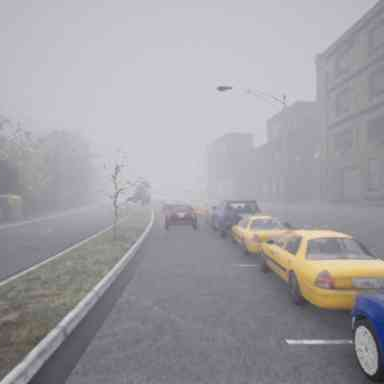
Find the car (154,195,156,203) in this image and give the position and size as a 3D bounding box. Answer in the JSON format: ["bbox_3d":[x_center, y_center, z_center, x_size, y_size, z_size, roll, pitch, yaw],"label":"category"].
[{"bbox_3d":[-7.272,2.018,79.418,2.002,1.452,4.674,0,0,-13],"label":"car"}]

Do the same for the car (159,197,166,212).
[{"bbox_3d":[-2.797,1.799,41.407,1.882,1.535,5.008,0,0,-8],"label":"car"}]

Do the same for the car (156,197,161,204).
[{"bbox_3d":[-6.056,1.964,74.002,2.231,1.521,4.892,0,0,-13],"label":"car"}]

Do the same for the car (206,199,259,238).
[{"bbox_3d":[2.483,1.416,19.216,2.435,2.045,5.566,0,0,-3],"label":"car"}]

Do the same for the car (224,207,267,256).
[{"bbox_3d":[2.774,1.618,13.811,1.946,1.575,5.366,0,-1,-2],"label":"car"}]

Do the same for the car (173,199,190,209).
[{"bbox_3d":[-1.734,1.912,53.870,2.163,1.488,4.792,0,0,-10],"label":"car"}]

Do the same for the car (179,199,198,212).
[{"bbox_3d":[-0.555,1.841,46.929,1.946,1.575,5.366,0,0,-8],"label":"car"}]

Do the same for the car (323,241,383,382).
[{"bbox_3d":[3.060,1.509,2.497,2.097,1.535,5.008,0,-1,0],"label":"car"}]

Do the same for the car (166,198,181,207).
[{"bbox_3d":[-3.651,1.926,63.275,2.097,1.535,5.008,0,0,-12],"label":"car"}]

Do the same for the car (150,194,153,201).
[{"bbox_3d":[-9.699,2.040,90.242,2.002,1.452,4.674,0,0,-13],"label":"car"}]

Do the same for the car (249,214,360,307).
[{"bbox_3d":[2.966,1.565,8.250,1.946,1.575,5.366,0,-1,-1],"label":"car"}]

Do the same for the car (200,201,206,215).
[{"bbox_3d":[0.969,1.778,36.017,1.946,1.575,5.366,0,0,-6],"label":"car"}]

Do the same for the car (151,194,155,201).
[{"bbox_3d":[-8.493,2.020,84.859,2.163,1.488,4.792,0,0,-13],"label":"car"}]

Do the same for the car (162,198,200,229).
[{"bbox_3d":[-0.849,1.568,23.612,2.097,1.767,4.553,0,0,-4],"label":"car"}]
